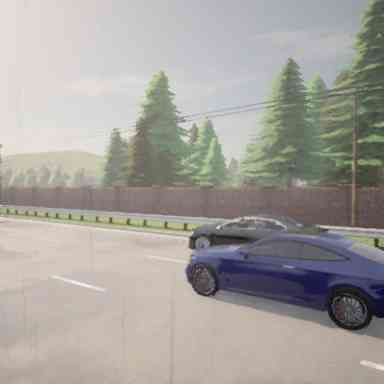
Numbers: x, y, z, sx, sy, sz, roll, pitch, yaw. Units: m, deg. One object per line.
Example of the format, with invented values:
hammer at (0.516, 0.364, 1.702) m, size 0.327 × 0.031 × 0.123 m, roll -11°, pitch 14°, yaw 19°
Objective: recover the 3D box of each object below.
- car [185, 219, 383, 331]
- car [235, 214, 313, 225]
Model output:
car at (2.027, 1.523, 6.856) m, size 4.674 × 1.442 × 1.812 m, roll 1°, pitch 0°, yaw 36°
car at (2.096, 1.478, 11.132) m, size 4.902 × 1.511 × 2.128 m, roll 1°, pitch 0°, yaw 36°
